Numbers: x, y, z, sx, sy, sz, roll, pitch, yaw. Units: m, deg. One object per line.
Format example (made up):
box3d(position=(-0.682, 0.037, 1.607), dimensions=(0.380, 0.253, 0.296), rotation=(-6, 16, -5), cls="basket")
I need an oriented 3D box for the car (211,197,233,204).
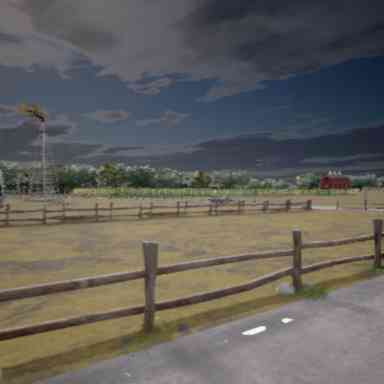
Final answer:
box3d(position=(6.020, 1.648, 67.613), dimensions=(2.033, 1.411, 5.357), rotation=(-1, 1, -35), cls="car")
